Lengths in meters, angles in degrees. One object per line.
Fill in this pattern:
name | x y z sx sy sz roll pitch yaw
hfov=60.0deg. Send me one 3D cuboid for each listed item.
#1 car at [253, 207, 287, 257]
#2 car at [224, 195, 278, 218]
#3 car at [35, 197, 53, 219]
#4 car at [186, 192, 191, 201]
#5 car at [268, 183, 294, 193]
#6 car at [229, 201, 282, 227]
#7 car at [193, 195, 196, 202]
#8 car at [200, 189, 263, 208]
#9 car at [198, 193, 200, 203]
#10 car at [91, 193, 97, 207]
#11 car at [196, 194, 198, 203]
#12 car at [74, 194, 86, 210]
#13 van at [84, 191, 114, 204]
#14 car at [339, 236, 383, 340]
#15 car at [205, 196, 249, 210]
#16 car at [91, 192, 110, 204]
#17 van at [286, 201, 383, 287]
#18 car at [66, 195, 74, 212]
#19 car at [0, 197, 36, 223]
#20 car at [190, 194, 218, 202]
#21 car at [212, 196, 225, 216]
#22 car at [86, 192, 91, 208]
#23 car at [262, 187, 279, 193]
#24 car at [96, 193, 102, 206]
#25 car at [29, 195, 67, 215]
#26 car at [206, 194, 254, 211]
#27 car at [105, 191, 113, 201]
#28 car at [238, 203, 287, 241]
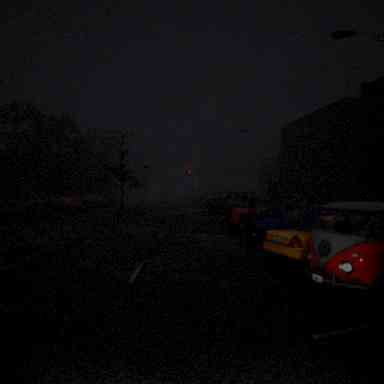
car | 4.908 1.409 10.680 5.366 1.575 1.946 1 0 -20
car | 4.607 1.222 19.659 4.553 1.767 2.185 1 0 -21
car | -13.757 1.367 26.098 4.792 1.488 2.163 -1 0 -22
car | 2.233 1.070 58.781 5.366 1.575 1.946 0 1 -26
car | 19.870 -0.891 74.535 2.435 2.045 5.566 -7 4 -30
car | 4.667 1.370 16.641 4.892 1.521 2.231 1 0 -21
car | 3.192 1.139 49.835 4.892 1.521 2.231 1 1 -25
car | 4.112 0.990 34.742 5.566 2.045 2.435 1 1 -23
car | 3.620 1.219 43.808 4.674 1.452 2.002 1 1 -24
car | -14.513 1.285 40.869 4.674 1.452 2.002 -1 1 -23
car | 3.405 1.198 46.825 4.674 1.452 2.002 1 0 -24
car | -14.342 1.282 34.881 5.366 1.575 1.946 -1 1 -23
van | -15.587 0.924 55.678 4.442 1.987 1.878 -1 0 -25
car | 4.781 1.481 4.597 4.792 1.488 2.163 1 0 -20
car | 3.975 1.261 37.781 4.674 1.452 2.002 1 0 -23
car | -14.768 1.201 46.857 5.366 1.575 1.946 -1 0 -24
van | 4.643 1.204 7.551 4.442 1.987 1.878 1 1 -20
car | -14.058 1.175 31.990 4.553 1.767 2.185 -1 0 -22
car | -13.721 1.386 23.103 4.792 1.488 2.163 -1 1 -21
car | 2.288 1.090 61.842 4.792 1.488 2.163 0 0 -26
car | 4.480 1.305 25.706 5.008 1.535 2.097 1 0 -22
car | -14.308 1.137 37.922 4.553 1.767 2.185 -1 1 -23
car | 16.923 -0.308 74.021 2.002 1.452 4.674 -7 4 -30
car | -14.714 1.266 43.823 4.674 1.452 2.002 -1 1 -24
car | -13.889 1.318 29.040 5.008 1.535 2.097 -1 1 -22
car | 4.275 1.263 31.740 5.008 1.535 2.097 1 1 -23
car | -15.389 1.044 52.691 4.553 1.767 2.185 -1 1 -25
car | 4.723 1.390 13.623 5.008 1.535 2.097 1 1 -21
